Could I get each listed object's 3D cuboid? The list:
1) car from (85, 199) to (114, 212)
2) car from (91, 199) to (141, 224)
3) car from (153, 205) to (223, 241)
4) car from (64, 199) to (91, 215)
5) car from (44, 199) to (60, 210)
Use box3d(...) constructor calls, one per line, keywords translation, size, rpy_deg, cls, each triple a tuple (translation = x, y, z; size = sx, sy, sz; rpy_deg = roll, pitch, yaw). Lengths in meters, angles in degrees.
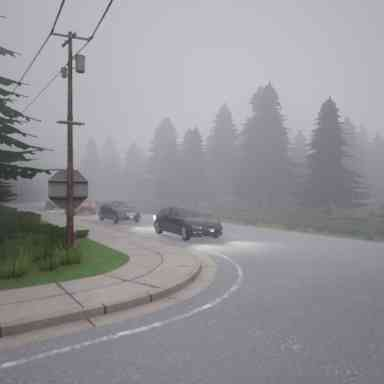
box3d(translation=(-11.020, 1.533, 39.382), size=(1.994, 1.385, 4.181), rpy_deg=(0, 0, -35), cls="car")
box3d(translation=(-5.487, 1.454, 24.761), size=(2.128, 1.511, 4.902), rpy_deg=(0, 0, -34), cls="car")
box3d(translation=(-0.344, 1.467, 16.796), size=(1.837, 1.490, 4.892), rpy_deg=(0, 0, -31), cls="car")
box3d(translation=(-11.173, 1.322, 33.131), size=(2.097, 1.767, 4.553), rpy_deg=(0, 0, -35), cls="car")
box3d(translation=(-17.115, 1.496, 41.778), size=(1.812, 1.442, 4.674), rpy_deg=(0, 0, -34), cls="car")
